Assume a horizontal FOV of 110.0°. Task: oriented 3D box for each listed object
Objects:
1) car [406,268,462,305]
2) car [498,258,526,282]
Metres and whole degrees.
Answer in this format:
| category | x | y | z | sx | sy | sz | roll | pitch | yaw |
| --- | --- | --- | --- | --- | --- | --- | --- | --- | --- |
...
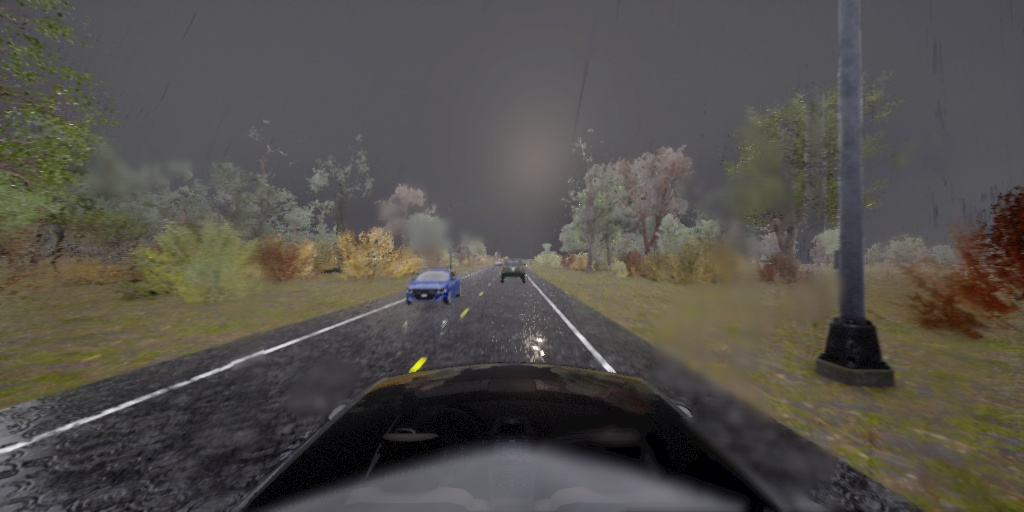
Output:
| category | x | y | z | sx | sy | sz | roll | pitch | yaw |
| --- | --- | --- | --- | --- | --- | --- | --- | --- | --- |
| car | -3.594 | 1.364 | 17.166 | 1.882 | 1.535 | 5.008 | 0 | 0 | 0 |
| car | 0.102 | 1.244 | 32.909 | 2.150 | 2.045 | 5.566 | 0 | 0 | 0 |
